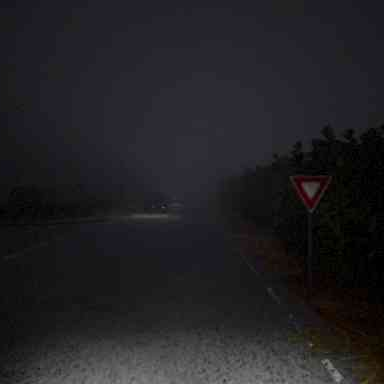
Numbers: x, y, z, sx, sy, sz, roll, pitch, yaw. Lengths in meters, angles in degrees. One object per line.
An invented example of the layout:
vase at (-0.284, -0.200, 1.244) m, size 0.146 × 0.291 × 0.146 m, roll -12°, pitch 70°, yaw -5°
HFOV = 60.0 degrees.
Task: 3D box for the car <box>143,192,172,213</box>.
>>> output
car at (-3.591, 1.018, 33.841) m, size 2.150 × 2.045 × 5.566 m, roll 0°, pitch 0°, yaw 0°

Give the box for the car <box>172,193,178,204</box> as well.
car at (-3.506, 1.026, 54.224) m, size 2.097 × 1.767 × 4.553 m, roll 0°, pitch 0°, yaw 1°
